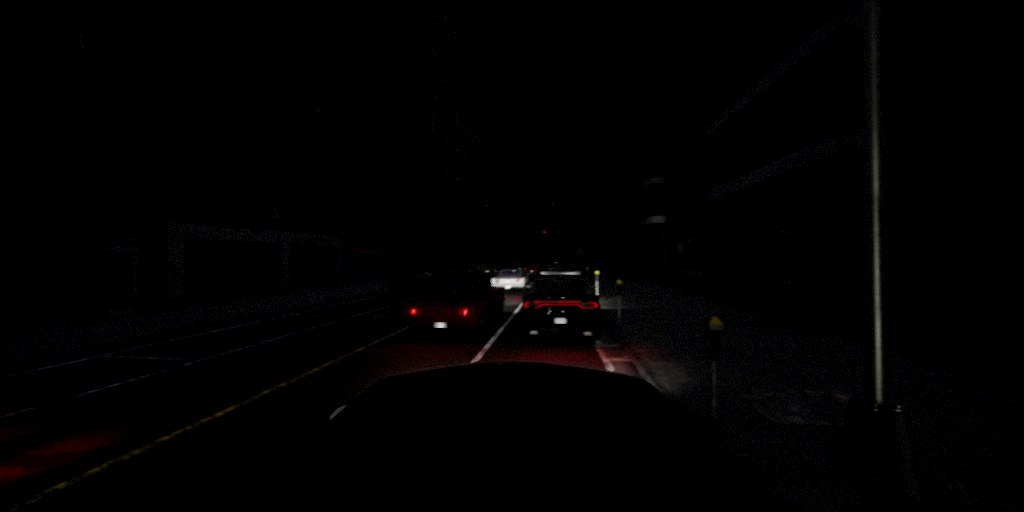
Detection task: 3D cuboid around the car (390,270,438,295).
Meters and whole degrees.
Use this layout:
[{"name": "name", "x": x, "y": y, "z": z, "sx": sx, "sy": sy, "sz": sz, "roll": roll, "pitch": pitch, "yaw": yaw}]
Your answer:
[{"name": "car", "x": -5.579, "y": 1.470, "z": 21.079, "sx": 1.802, "sy": 1.307, "sz": 4.207, "roll": 0, "pitch": 0, "yaw": 8}]

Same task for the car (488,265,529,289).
[{"name": "car", "x": 0.082, "y": 1.431, "z": 22.015, "sx": 1.895, "sy": 1.301, "sz": 4.718, "roll": -1, "pitch": 0, "yaw": 8}]

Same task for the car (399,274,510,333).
[{"name": "car", "x": -1.443, "y": 1.403, "z": 10.963, "sx": 1.895, "sy": 1.301, "sz": 4.718, "roll": -1, "pitch": 0, "yaw": 8}]

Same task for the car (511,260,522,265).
[{"name": "car", "x": 0.562, "y": 1.471, "z": 46.295, "sx": 2.033, "sy": 1.411, "sz": 5.357, "roll": -1, "pitch": 0, "yaw": 8}]

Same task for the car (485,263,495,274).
[{"name": "car", "x": -3.335, "y": 1.454, "z": 37.310, "sx": 1.751, "sy": 1.417, "sz": 4.829, "roll": 0, "pitch": 0, "yaw": 8}]

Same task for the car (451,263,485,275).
[{"name": "car", "x": -4.067, "y": 1.355, "z": 32.012, "sx": 1.967, "sy": 1.591, "sz": 4.097, "roll": 0, "pitch": 0, "yaw": 8}]

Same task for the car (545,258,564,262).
[{"name": "car", "x": 4.638, "y": 1.277, "z": 36.388, "sx": 1.967, "sy": 1.591, "sz": 4.097, "roll": 0, "pitch": 0, "yaw": 8}]

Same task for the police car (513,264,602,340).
[{"name": "police car", "x": 1.390, "y": 1.193, "z": 10.247, "sx": 1.930, "sy": 1.638, "sz": 5.238, "roll": -1, "pitch": 0, "yaw": 8}]

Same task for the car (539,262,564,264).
[{"name": "car", "x": 3.127, "y": 1.360, "z": 25.454, "sx": 2.007, "sy": 1.370, "sz": 4.403, "roll": 0, "pitch": 0, "yaw": 8}]

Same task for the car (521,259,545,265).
[{"name": "car", "x": 2.368, "y": 1.399, "z": 39.300, "sx": 1.812, "sy": 1.442, "sz": 4.674, "roll": -1, "pitch": 0, "yaw": 8}]

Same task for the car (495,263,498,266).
[{"name": "car", "x": -2.556, "y": 1.492, "z": 42.944, "sx": 2.007, "sy": 1.370, "sz": 4.403, "roll": 0, "pitch": 0, "yaw": 8}]
